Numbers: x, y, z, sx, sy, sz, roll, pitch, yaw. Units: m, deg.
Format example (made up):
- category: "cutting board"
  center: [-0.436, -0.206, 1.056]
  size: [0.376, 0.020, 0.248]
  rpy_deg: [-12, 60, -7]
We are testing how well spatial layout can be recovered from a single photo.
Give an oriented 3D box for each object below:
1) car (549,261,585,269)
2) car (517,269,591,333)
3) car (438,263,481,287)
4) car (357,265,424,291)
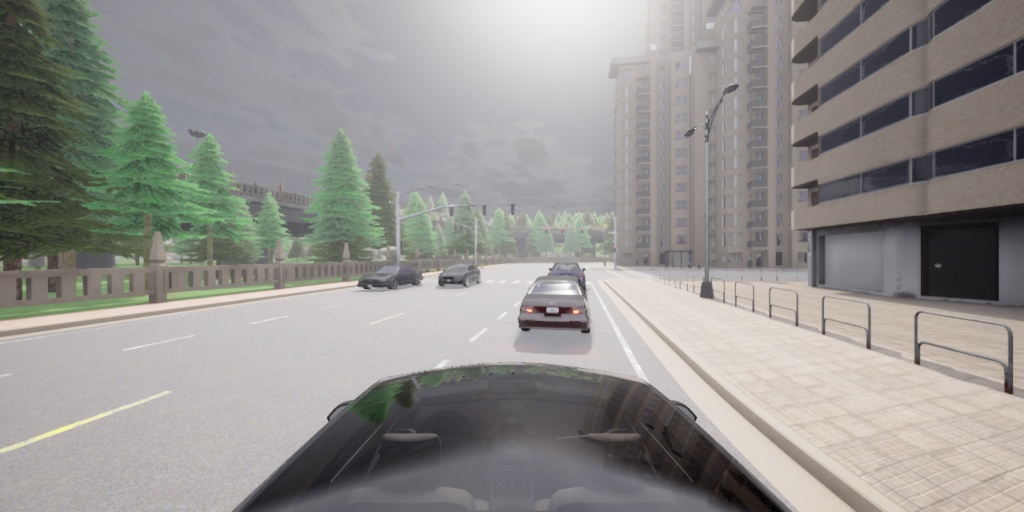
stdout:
- category: "car"
  center: [3.169, 1.092, 20.748]
  size: [2.097, 1.767, 4.553]
  rpy_deg: [0, 0, 10]
- category: "car"
  center: [1.363, 1.293, 10.737]
  size: [2.033, 1.411, 5.357]
  rpy_deg: [0, 0, 10]
- category: "car"
  center: [-3.439, 1.256, 24.287]
  size: [1.837, 1.490, 4.892]
  rpy_deg: [0, 0, 10]
- category: "car"
  center: [-7.356, 1.288, 22.404]
  size: [2.033, 1.411, 5.357]
  rpy_deg: [0, 0, 11]
